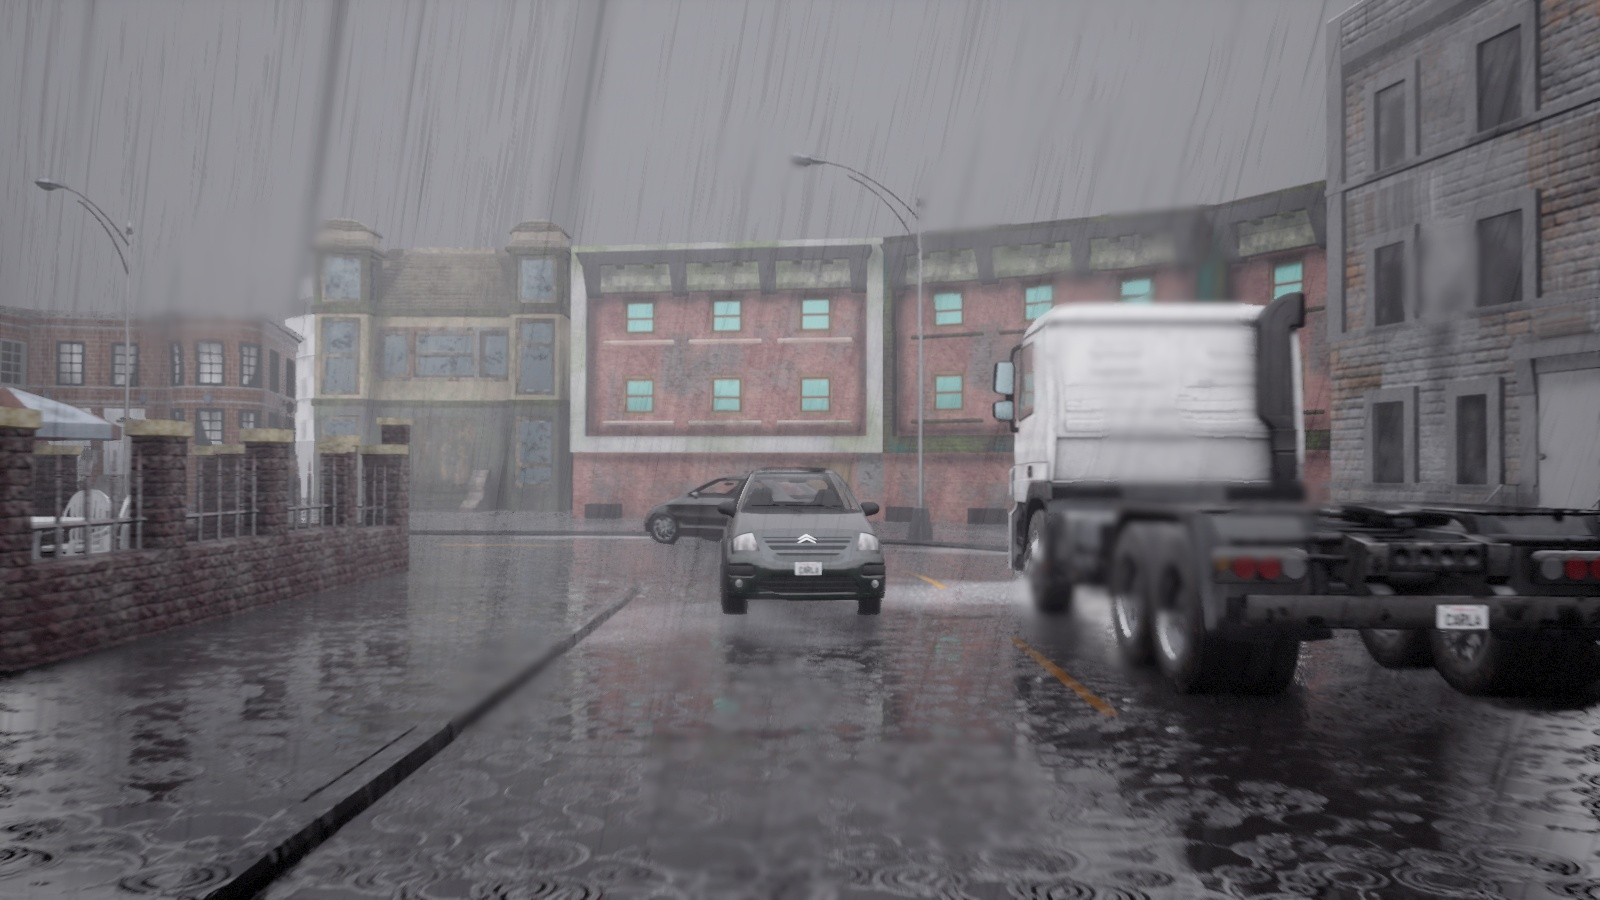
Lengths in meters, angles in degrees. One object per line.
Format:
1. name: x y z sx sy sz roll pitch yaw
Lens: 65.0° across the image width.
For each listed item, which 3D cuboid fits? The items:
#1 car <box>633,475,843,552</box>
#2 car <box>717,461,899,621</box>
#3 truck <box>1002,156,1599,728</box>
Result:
1. car: -1.342 1.276 26.323 4.193 1.474 1.816 -1 -1 37
2. car: -0.044 0.962 14.875 1.851 1.617 3.988 0 -1 -4
3. truck: 3.967 0.011 11.586 2.891 3.462 7.936 0 -1 0
